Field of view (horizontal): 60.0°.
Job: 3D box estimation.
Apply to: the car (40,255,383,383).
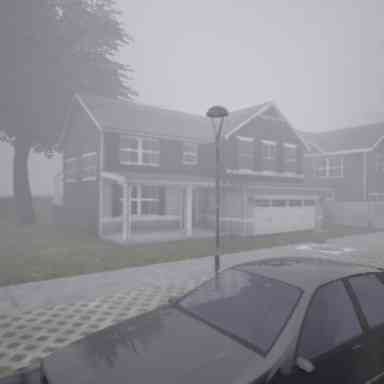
[{"bbox_3d":[1.148,1.546,3.869,5.357,1.411,2.033,0,0,-35],"label":"car"}]
